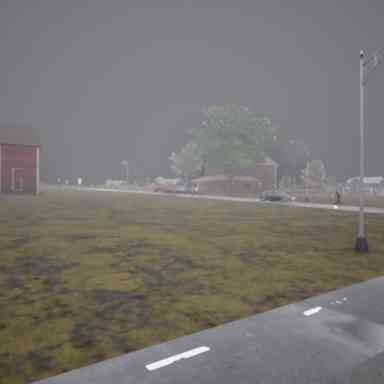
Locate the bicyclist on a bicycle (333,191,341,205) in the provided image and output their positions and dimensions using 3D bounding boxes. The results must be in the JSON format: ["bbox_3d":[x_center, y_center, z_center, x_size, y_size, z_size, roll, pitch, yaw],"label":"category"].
[{"bbox_3d":[17.421,0.710,39.817,1.656,1.620,0.582,0,2,-36],"label":"bicyclist on a bicycle"}]

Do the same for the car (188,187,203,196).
[{"bbox_3d":[0.143,-0.146,58.645,1.812,1.442,4.674,0,2,-35],"label":"car"}]

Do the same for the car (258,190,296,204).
[{"bbox_3d":[10.131,0.570,39.716,2.128,1.511,4.902,0,2,-36],"label":"car"}]

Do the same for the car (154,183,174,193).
[{"bbox_3d":[-5.545,-0.777,66.493,2.150,2.045,5.566,0,2,-36],"label":"car"}]

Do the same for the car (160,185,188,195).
[{"bbox_3d":[-3.225,-0.140,58.498,1.895,1.301,4.718,0,2,-35],"label":"car"}]
